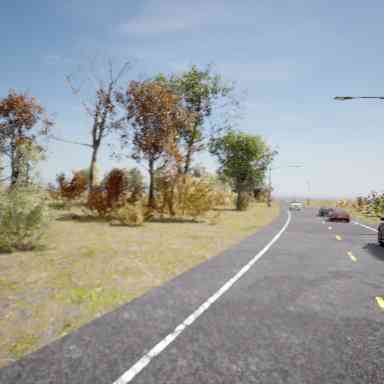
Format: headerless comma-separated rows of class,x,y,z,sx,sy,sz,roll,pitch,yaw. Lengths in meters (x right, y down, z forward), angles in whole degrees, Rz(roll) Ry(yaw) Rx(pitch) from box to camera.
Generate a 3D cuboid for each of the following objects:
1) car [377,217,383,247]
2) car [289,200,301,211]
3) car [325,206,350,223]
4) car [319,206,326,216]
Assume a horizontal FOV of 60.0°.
car,10.172,1.793,15.296,2.150,2.045,5.566,2,-1,20
car,22.005,2.823,70.936,2.150,2.045,5.566,2,-1,14
car,16.461,2.615,37.367,1.994,1.385,4.181,2,-1,18
car,19.714,2.784,48.523,2.128,1.511,4.902,2,-1,15
